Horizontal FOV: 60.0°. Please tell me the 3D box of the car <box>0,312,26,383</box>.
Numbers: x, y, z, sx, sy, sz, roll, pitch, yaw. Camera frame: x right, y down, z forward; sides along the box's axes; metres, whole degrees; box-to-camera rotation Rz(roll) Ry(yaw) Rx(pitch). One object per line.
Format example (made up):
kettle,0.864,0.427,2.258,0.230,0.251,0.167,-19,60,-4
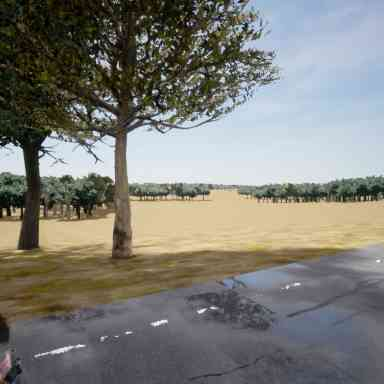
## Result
car,-3.459,1.492,1.463,4.902,1.511,2.128,0,0,-37
